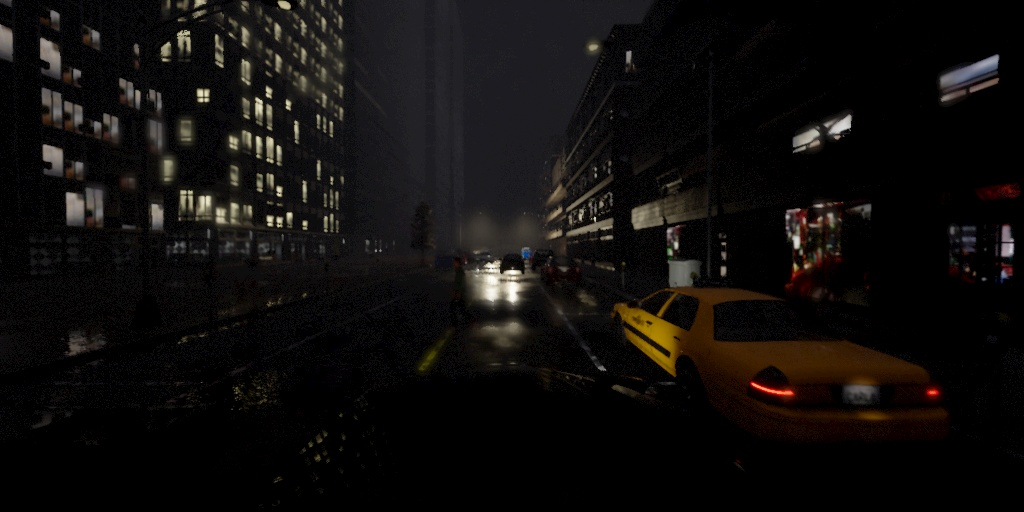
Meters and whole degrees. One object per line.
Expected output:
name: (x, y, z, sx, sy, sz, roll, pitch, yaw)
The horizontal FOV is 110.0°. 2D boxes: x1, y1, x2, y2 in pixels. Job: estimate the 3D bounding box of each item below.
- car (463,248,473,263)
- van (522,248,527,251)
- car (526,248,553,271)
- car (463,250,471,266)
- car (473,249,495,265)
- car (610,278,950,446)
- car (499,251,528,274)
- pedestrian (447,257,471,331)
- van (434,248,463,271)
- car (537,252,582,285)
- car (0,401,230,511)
car: (-5.711, -0.001, 42.897, 2.192, 1.841, 5.009, 0, 0, 0)
van: (2.660, -0.427, 59.858, 1.690, 1.789, 3.998, 0, 0, 0)
car: (2.675, 0.294, 31.634, 2.192, 1.841, 5.009, 0, 0, 0)
car: (-5.709, 0.378, 37.253, 1.888, 1.381, 4.507, 0, 0, 0)
car: (-3.110, 0.242, 41.677, 1.812, 1.442, 4.674, 0, 2, 0)
car: (2.998, 1.105, 5.638, 1.801, 1.575, 5.366, 0, 1, 0)
car: (0.053, 0.573, 28.256, 1.837, 1.490, 4.892, 0, 2, 0)
pedestrian: (-1.276, 0.867, 8.630, 0.375, 1.860, 0.375, 1, 1, 0)
van: (-5.706, 0.322, 31.607, 1.690, 1.789, 3.998, 0, 0, 0)
car: (2.681, 0.712, 20.346, 1.967, 1.591, 4.097, 0, 0, 0)
car: (-3.100, 1.382, 0.491, 1.895, 1.301, 4.718, 0, 1, 0)
